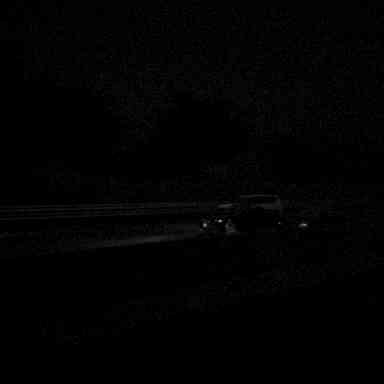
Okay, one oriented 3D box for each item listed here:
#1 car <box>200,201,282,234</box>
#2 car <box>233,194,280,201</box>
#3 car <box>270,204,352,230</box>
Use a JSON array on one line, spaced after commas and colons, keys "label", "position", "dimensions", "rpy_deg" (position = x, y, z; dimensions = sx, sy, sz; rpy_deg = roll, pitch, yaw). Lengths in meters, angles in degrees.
[{"label": "car", "position": [2.681, 1.471, 18.795], "dimensions": [4.902, 1.511, 2.128], "rpy_deg": [0, 0, -35]}, {"label": "car", "position": [4.239, 1.199, 24.192], "dimensions": [5.566, 2.045, 2.150], "rpy_deg": [0, 0, -35]}, {"label": "car", "position": [6.436, 1.503, 17.170], "dimensions": [4.674, 1.442, 1.812], "rpy_deg": [0, 0, -35]}]
